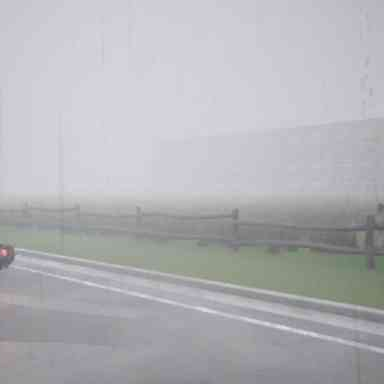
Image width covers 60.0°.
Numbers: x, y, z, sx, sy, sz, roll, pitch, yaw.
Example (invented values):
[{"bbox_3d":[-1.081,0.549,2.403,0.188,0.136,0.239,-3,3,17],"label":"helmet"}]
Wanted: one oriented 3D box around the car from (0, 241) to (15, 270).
[{"bbox_3d":[-6.699,1.500,8.556,4.718,1.301,1.895,0,2,33],"label":"car"}]
